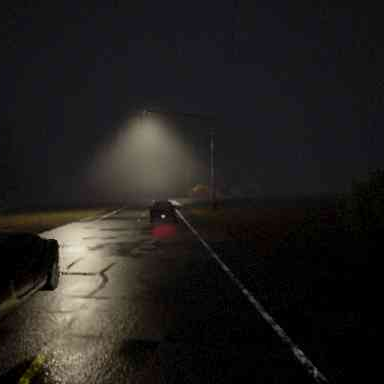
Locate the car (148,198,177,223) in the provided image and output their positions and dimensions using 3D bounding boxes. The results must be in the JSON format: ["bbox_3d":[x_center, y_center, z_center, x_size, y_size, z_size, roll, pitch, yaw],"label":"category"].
[{"bbox_3d":[-2.217,1.448,25.325,1.837,1.490,4.892,-1,-1,-5],"label":"car"}]

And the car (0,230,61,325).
[{"bbox_3d":[-3.995,1.532,6.197,1.882,1.535,5.008,-1,0,-5],"label":"car"}]
